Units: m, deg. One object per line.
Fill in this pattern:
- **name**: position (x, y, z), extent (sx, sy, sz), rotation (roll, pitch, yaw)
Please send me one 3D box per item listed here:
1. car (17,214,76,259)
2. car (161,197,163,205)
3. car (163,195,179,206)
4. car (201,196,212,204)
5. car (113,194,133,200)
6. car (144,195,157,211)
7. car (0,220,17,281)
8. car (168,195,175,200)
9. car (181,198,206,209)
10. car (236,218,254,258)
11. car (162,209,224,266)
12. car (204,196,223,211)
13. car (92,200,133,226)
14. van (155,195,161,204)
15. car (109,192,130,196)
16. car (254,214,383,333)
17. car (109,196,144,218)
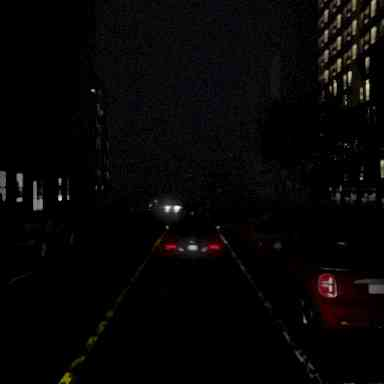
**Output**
- **car**: position (-5.690, 1.533, 12.301), extent (2.008, 1.369, 4.403), rotation (0, 0, 0)
- **car**: position (-5.701, 1.484, 56.615), extent (1.947, 1.339, 4.313), rotation (0, 0, 0)
- **car**: position (-3.095, 1.524, 53.037), extent (1.895, 1.301, 4.718), rotation (0, 0, 0)
- **car**: position (2.678, 1.476, 62.157), extent (1.947, 1.339, 4.313), rotation (0, 0, 0)
- **car**: position (-17.290, 1.249, 83.631), extent (4.507, 1.381, 1.887), rotation (1, -1, -1)
- **car**: position (-5.697, 1.468, 39.827), extent (1.752, 1.417, 4.829), rotation (0, 0, 0)
- **car**: position (-5.688, 1.430, 6.762), extent (1.967, 1.590, 4.097), rotation (0, 0, 0)
- **car**: position (-5.710, 1.446, 94.631), extent (1.802, 1.307, 4.206), rotation (0, 0, 0)
- **car**: position (0.041, 1.483, 29.216), extent (1.812, 1.442, 4.674), rotation (0, 0, 0)
- **car**: position (2.690, 1.507, 12.473), extent (1.752, 1.417, 4.829), rotation (0, 0, 0)
- **car**: position (0.024, 1.531, 11.387), extent (2.033, 1.411, 5.357), rotation (0, 0, 0)
- **car**: position (2.683, 1.487, 40.000), extent (1.887, 1.381, 4.507), rotation (0, 0, 0)
- **car**: position (-5.693, 1.511, 23.380), extent (1.887, 1.381, 4.507), rotation (0, 0, 0)
- **van**: position (-5.697, 1.275, 45.536), extent (1.690, 1.788, 3.998), rotation (0, 0, 0)
- **car**: position (-17.167, 0.991, 75.255), extent (5.009, 1.841, 2.192), rotation (1, -1, -1)
- **car**: position (2.692, 1.430, 6.765), extent (1.967, 1.590, 4.097), rotation (0, 0, 0)
- **car**: position (-5.694, 1.398, 28.919), extent (1.967, 1.590, 4.097), rotation (0, 0, 0)
